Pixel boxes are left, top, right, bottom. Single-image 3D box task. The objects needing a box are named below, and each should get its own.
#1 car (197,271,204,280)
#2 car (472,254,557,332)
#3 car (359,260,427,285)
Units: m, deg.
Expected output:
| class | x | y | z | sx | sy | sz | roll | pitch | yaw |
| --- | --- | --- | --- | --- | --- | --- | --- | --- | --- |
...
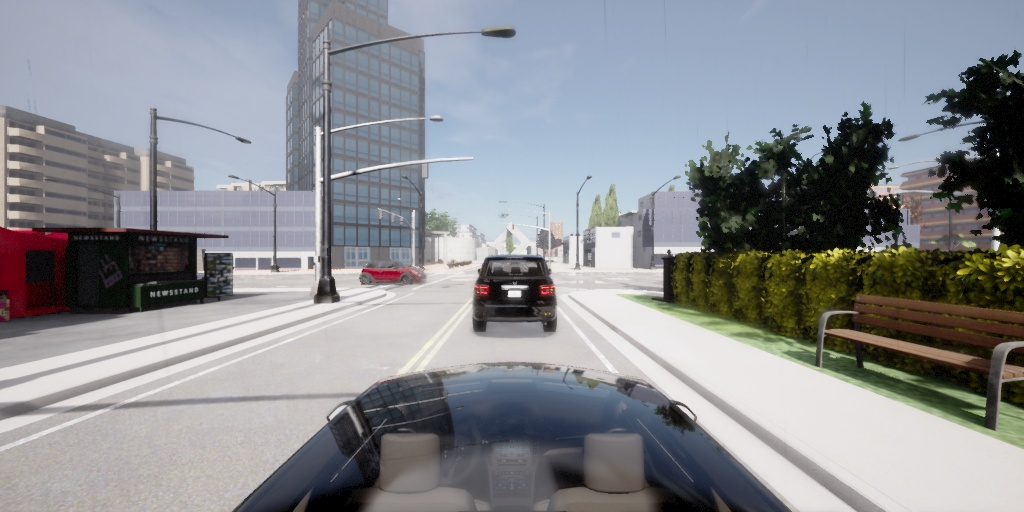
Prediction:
| class | x | y | z | sx | sy | sz | roll | pitch | yaw |
| --- | --- | --- | --- | --- | --- | --- | --- | --- | --- |
| car | -24.452 | 1.497 | 26.033 | 5.357 | 1.411 | 2.033 | -1 | 0 | -1 |
| car | 0.082 | 0.971 | 10.991 | 2.150 | 2.045 | 5.566 | 0 | 0 | 0 |
| car | -8.475 | 1.143 | 25.818 | 4.553 | 1.767 | 2.097 | 0 | 0 | 7 |
